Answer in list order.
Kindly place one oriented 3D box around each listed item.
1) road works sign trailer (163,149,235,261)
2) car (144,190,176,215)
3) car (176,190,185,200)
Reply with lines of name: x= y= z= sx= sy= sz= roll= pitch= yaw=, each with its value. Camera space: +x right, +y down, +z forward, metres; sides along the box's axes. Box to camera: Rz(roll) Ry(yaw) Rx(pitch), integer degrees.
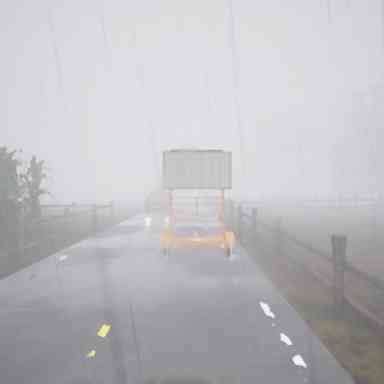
road works sign trailer: x=0.171 y=0.309 z=11.657 sx=2.380 sy=3.560 sz=2.880 roll=0 pitch=1 yaw=-3
car: x=-2.852 y=0.911 z=29.549 sx=2.150 sy=2.045 sz=5.566 roll=0 pitch=0 yaw=0
car: x=-2.767 y=0.548 z=70.130 sx=2.150 sy=2.045 sz=5.566 roll=0 pitch=1 yaw=0
